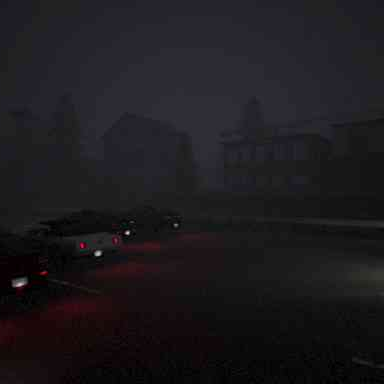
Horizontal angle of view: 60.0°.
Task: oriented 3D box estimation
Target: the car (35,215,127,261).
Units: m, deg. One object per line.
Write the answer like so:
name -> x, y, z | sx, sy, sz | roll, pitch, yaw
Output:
car -> -4.733, 1.636, 11.668 | 4.718, 1.301, 1.895 | 0, 0, 36

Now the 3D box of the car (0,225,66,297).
car -> -5.152, 1.554, 7.668 | 4.674, 1.442, 1.812 | 0, 0, 36

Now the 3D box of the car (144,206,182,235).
car -> -2.816, 1.535, 18.900 | 4.902, 1.511, 2.128 | 0, 0, 36

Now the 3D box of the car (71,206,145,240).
car -> -4.794, 1.548, 16.012 | 4.892, 1.490, 1.837 | 0, 0, 36

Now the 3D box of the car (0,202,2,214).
car -> -19.981, 1.336, 31.148 | 5.566, 2.045, 2.150 | 0, 0, 36
